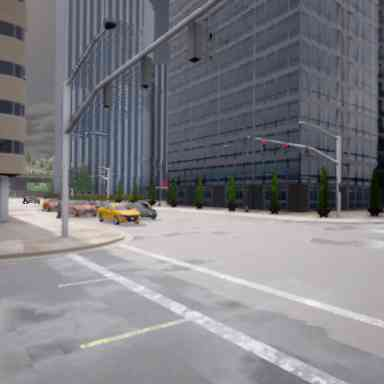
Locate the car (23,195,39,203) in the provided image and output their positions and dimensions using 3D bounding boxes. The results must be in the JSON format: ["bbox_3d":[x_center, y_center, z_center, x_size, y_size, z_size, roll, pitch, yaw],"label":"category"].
[{"bbox_3d":[-26.317,1.209,54.464,2.097,1.767,4.553,1,-1,-36],"label":"car"}]

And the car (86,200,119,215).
[{"bbox_3d":[-10.400,1.733,38.444,2.128,1.511,4.902,1,-1,-36],"label":"car"}]

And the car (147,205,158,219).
[{"bbox_3d":[-5.001,1.746,31.051,1.837,1.490,4.892,1,-1,-36],"label":"car"}]

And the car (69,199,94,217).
[{"bbox_3d":[-11.121,1.549,33.506,2.097,1.767,4.553,1,-1,-36],"label":"car"}]

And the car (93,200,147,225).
[{"bbox_3d":[-5.778,1.673,26.183,1.882,1.535,5.008,1,-1,-36],"label":"car"}]

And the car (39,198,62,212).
[{"bbox_3d":[-17.388,1.549,42.087,2.097,1.767,4.553,1,-1,-36],"label":"car"}]

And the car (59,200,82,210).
[{"bbox_3d":[-17.835,1.844,48.648,1.895,1.301,4.718,1,-1,-36],"label":"car"}]
